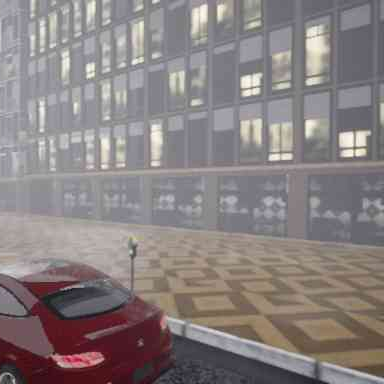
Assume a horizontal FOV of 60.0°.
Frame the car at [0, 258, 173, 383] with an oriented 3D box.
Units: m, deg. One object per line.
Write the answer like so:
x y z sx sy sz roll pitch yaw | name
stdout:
-2.156 1.567 4.410 4.206 1.307 1.802 0 0 36 | car
